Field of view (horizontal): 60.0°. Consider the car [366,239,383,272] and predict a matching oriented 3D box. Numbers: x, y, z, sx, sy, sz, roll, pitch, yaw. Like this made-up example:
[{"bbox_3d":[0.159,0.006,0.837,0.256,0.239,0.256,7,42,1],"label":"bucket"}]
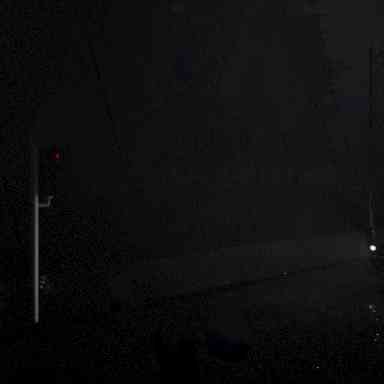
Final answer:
[{"bbox_3d":[7.043,1.588,9.623,4.718,1.301,1.895,0,0,-35],"label":"car"}]
